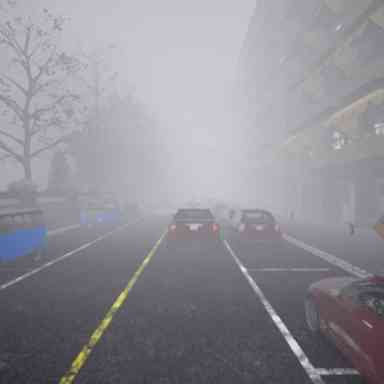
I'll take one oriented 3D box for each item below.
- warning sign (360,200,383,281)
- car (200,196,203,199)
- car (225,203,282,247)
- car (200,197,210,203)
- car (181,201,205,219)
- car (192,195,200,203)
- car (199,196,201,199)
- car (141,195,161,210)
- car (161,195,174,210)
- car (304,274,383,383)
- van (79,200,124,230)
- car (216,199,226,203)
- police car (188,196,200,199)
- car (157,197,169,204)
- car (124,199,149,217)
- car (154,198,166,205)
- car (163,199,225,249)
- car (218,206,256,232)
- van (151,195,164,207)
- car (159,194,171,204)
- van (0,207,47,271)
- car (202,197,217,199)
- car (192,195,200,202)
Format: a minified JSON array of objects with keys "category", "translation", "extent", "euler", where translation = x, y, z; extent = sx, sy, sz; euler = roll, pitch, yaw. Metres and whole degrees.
[{"category":"warning sign","translation":[5.068,1.129,8.195],"extent":[1.300,1.860,1.060],"euler":[0,0,0]},{"category":"car","translation":[2.693,1.632,54.714],"extent":[1.752,1.417,4.829],"euler":[0,0,0]},{"category":"car","translation":[2.691,1.466,15.132],"extent":[1.967,1.590,4.097],"euler":[0,0,0]},{"category":"car","translation":[2.693,1.719,71.436],"extent":[1.947,1.339,4.313],"euler":[0,0,0]},{"category":"car","translation":[0.088,1.617,30.767],"extent":[1.994,1.385,4.181],"euler":[0,0,0]},{"category":"car","translation":[0.905,1.630,78.386],"extent":[1.801,1.575,5.366],"euler":[0,0,0]},{"category":"car","translation":[2.693,1.703,60.174],"extent":[1.802,1.307,4.206],"euler":[0,0,0]},{"category":"car","translation":[-5.688,1.394,43.284],"extent":[2.192,1.841,5.009],"euler":[0,0,0]},{"category":"car","translation":[-3.088,1.559,44.708],"extent":[1.882,1.535,5.008],"euler":[0,0,0]},{"category":"car","translation":[2.690,1.589,3.870],"extent":[1.802,1.307,4.206],"euler":[0,0,0]},{"category":"van","translation":[-5.690,1.376,20.763],"extent":[1.690,1.788,3.998],"euler":[0,0,0]},{"category":"car","translation":[2.691,1.621,32.023],"extent":[1.947,1.339,4.313],"euler":[0,0,0]},{"category":"police car","translation":[0.447,1.571,68.494],"extent":[1.930,1.638,5.238],"euler":[0,0,12]},{"category":"car","translation":[-5.687,1.682,65.804],"extent":[1.887,1.381,4.507],"euler":[0,0,0]},{"category":"car","translation":[-5.689,1.621,32.023],"extent":[1.947,1.339,4.313],"euler":[0,0,0]},{"category":"car","translation":[-5.687,1.704,60.174],"extent":[1.802,1.307,4.206],"euler":[0,0,0]},{"category":"car","translation":[0.083,1.378,14.695],"extent":[2.097,1.767,4.553],"euler":[0,0,0]},{"category":"car","translation":[2.691,1.617,20.762],"extent":[1.802,1.307,4.206],"euler":[0,0,0]},{"category":"van","translation":[-5.687,1.448,54.544],"extent":[1.690,1.788,3.998],"euler":[0,0,0]},{"category":"car","translation":[-5.686,1.469,71.437],"extent":[2.192,1.841,5.009],"euler":[0,0,0]},{"category":"van","translation":[-5.690,1.358,9.502],"extent":[1.690,1.788,3.998],"euler":[0,0,0]},{"category":"car","translation":[2.692,1.518,43.283],"extent":[1.967,1.590,4.097],"euler":[0,0,0]},{"category":"car","translation":[0.905,1.671,84.196],"extent":[1.882,1.535,5.008],"euler":[0,0,0]}]
